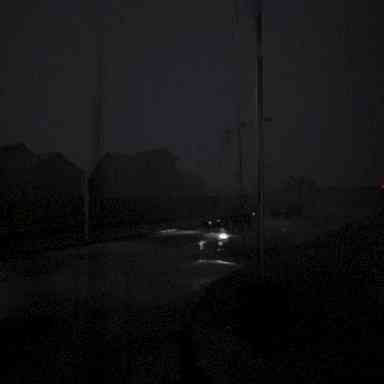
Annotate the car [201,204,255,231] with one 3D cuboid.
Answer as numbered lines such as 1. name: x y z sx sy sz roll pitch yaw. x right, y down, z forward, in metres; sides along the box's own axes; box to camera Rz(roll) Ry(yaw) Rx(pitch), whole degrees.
1. car: 2.488 1.609 21.859 1.837 1.490 4.892 -1 0 36

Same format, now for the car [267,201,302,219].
1. car: 8.451 1.582 30.153 1.882 1.535 5.008 -1 0 36
